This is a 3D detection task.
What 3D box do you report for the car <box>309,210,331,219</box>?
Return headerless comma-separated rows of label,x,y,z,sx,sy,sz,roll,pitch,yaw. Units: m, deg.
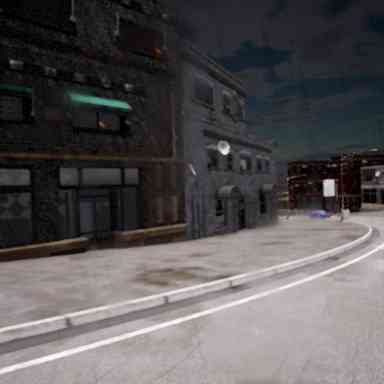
car,21.373,3.767,55.571,1.882,1.535,5.008,-2,-3,-5
